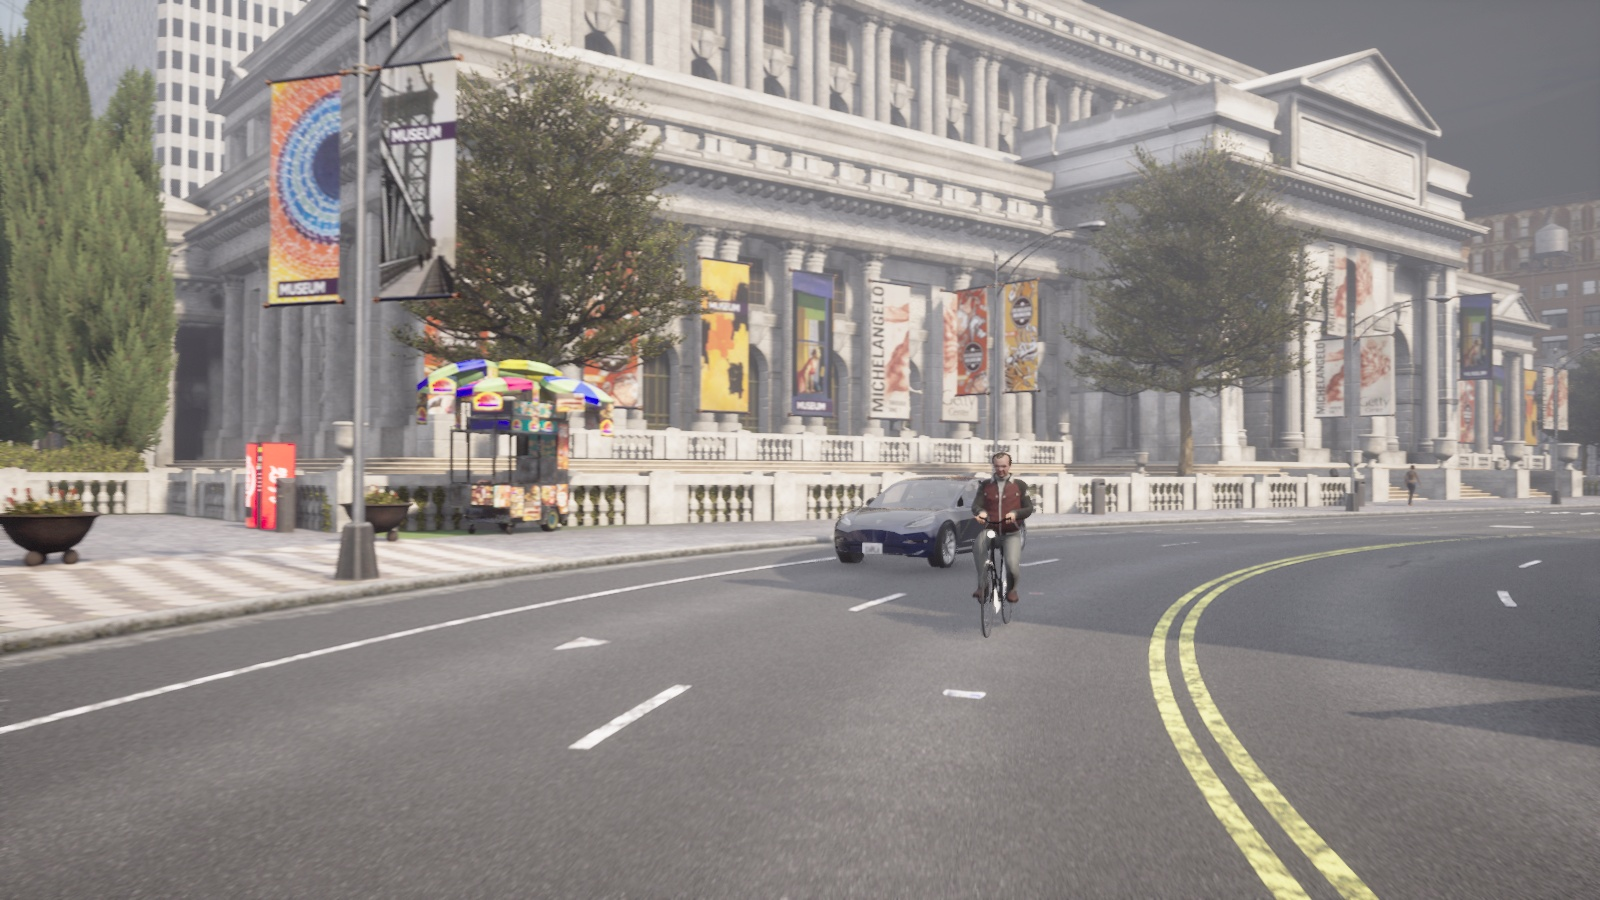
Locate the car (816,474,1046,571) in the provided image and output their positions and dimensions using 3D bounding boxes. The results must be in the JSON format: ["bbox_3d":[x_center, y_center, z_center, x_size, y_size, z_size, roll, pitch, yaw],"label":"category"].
[{"bbox_3d":[2.443,1.179,22.168,2.163,1.488,4.792,-1,-1,32],"label":"car"}]

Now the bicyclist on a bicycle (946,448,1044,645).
[{"bbox_3d":[1.942,0.886,12.308,0.659,1.776,1.843,0,-1,18],"label":"bicyclist on a bicycle"}]

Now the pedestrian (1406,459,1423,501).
[{"bbox_3d":[27.045,1.318,55.279,0.869,1.805,0.328,1,-1,-38],"label":"pedestrian"}]
